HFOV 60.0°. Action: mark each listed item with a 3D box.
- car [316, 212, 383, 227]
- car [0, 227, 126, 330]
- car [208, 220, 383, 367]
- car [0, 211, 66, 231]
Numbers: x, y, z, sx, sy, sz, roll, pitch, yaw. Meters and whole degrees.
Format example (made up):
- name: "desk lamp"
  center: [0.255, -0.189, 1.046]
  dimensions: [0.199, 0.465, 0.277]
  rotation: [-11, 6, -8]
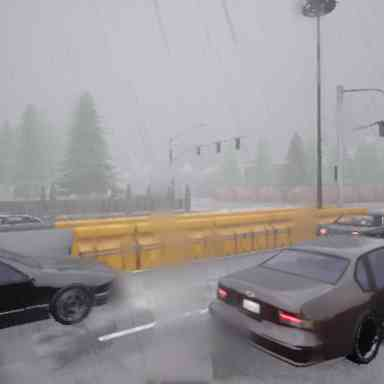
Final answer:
- name: "car"
  center: [6.992, 1.443, 12.924]
  dimensions: [4.718, 1.301, 1.895]
  rotation: [-1, 0, -35]
- name: "car"
  center: [-3.845, 1.549, 5.300]
  dimensions: [5.357, 1.411, 2.033]
  rotation: [-1, 0, -35]
- name: "car"
  center: [2.811, 1.481, 5.708]
  dimensions: [5.357, 1.411, 2.033]
  rotation: [-1, 0, -35]
- name: "car"
  center: [-6.997, 1.478, 11.877]
  dimensions: [4.902, 1.511, 2.128]
  rotation: [-1, 0, -35]
